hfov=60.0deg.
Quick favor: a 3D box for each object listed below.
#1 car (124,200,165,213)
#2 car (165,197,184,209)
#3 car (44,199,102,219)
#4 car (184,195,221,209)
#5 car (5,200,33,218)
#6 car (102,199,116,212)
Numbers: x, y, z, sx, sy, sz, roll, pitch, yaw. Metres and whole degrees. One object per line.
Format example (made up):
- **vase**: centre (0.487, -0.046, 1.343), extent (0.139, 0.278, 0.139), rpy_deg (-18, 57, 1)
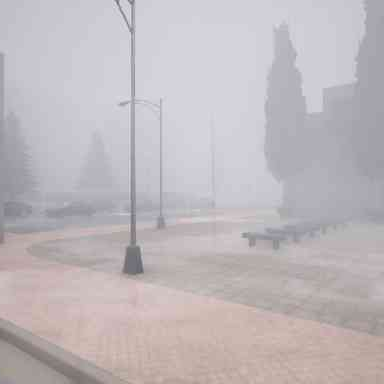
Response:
- **car**: centre (-5.473, 1.564, 36.656), extent (1.994, 1.385, 4.181), rpy_deg (0, 0, 38)
- **car**: centre (-2.643, 1.506, 46.053), extent (1.837, 1.490, 4.892), rpy_deg (0, 0, 38)
- **car**: centre (-10.781, 1.526, 29.754), extent (1.812, 1.442, 4.674), rpy_deg (0, 0, 37)
- **car**: centre (1.467, 1.505, 45.641), extent (1.837, 1.490, 4.892), rpy_deg (0, 0, 38)
- **car**: centre (-16.246, 1.505, 28.512), extent (1.837, 1.490, 4.892), rpy_deg (0, 0, 39)
- **car**: centre (-10.459, 1.491, 35.936), extent (2.128, 1.511, 4.902), rpy_deg (0, 0, 38)
